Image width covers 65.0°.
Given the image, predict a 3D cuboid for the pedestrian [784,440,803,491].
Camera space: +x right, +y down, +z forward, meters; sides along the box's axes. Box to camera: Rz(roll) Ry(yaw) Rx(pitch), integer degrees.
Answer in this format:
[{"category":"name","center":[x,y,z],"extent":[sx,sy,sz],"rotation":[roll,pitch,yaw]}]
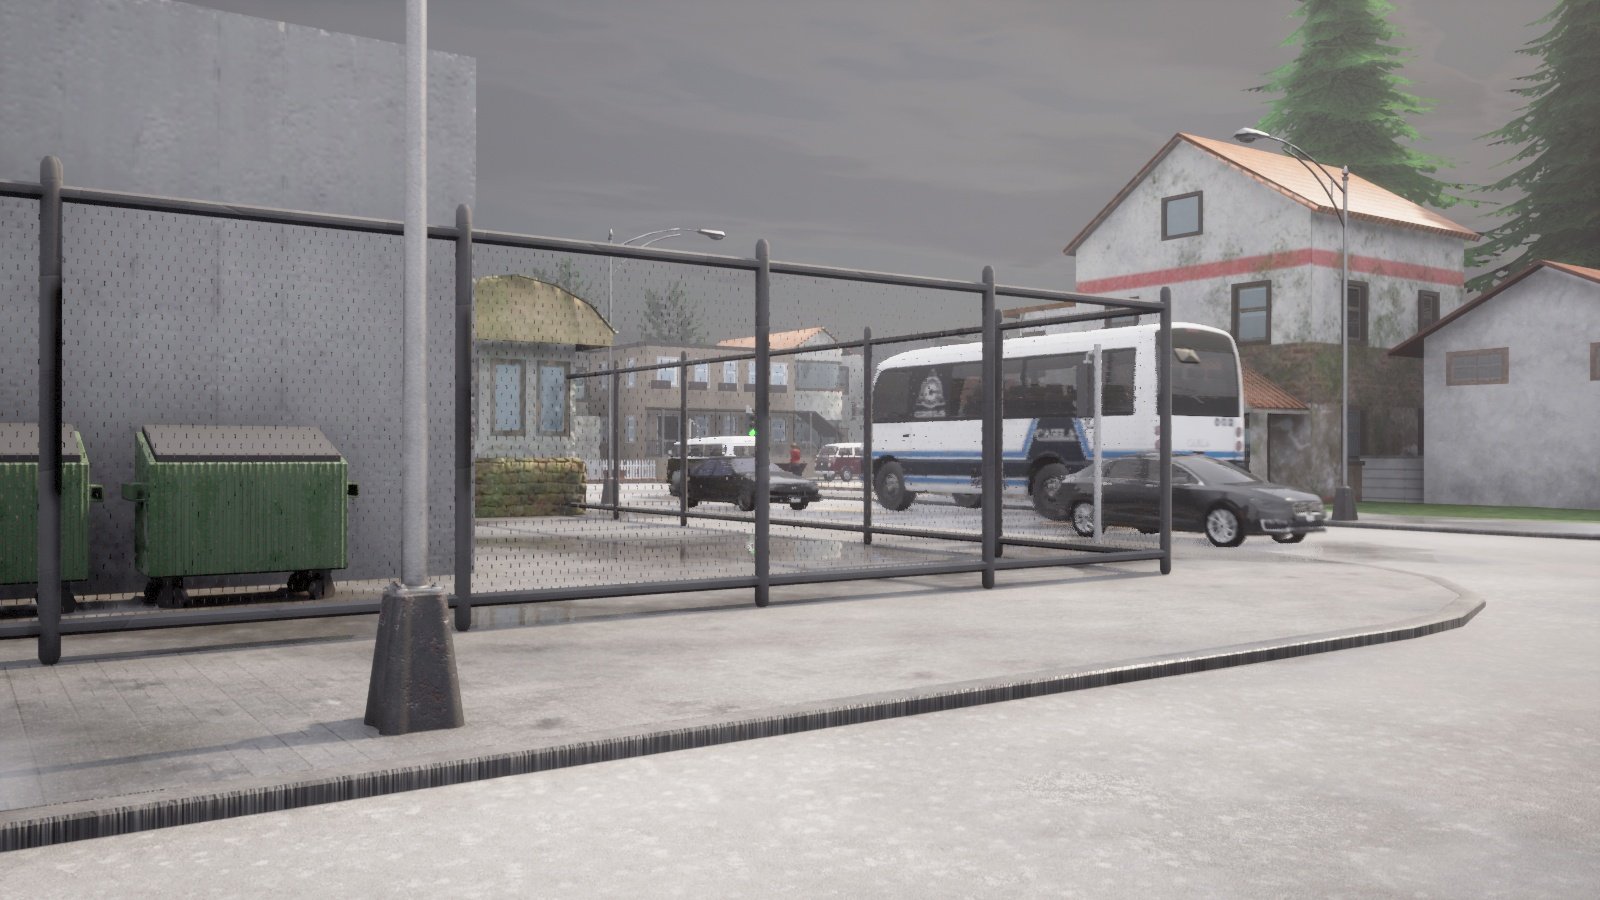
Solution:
[{"category":"pedestrian","center":[-0.246,0.563,46.007],"extent":[0.331,1.846,0.636],"rotation":[0,0,-44]}]

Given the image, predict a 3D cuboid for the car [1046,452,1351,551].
[{"category":"car","center":[6.665,0.788,21.583],"extent":[1.837,1.490,4.892],"rotation":[0,0,-34]}]

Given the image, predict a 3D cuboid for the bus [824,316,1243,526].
[{"category":"bus","center":[5.212,-0.567,30.777],"extent":[3.944,4.253,10.273],"rotation":[0,0,-35]}]

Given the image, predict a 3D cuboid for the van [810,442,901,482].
[{"category":"van","center":[2.929,0.624,66.090],"extent":[4.480,2.038,2.069],"rotation":[0,0,-35]}]

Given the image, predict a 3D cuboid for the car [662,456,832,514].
[{"category":"car","center":[-1.536,0.878,33.550],"extent":[2.033,1.411,5.357],"rotation":[0,0,-34]}]

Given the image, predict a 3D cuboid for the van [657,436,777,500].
[{"category":"van","center":[-2.875,0.578,42.570],"extent":[2.069,2.038,4.480],"rotation":[0,0,-34]}]
